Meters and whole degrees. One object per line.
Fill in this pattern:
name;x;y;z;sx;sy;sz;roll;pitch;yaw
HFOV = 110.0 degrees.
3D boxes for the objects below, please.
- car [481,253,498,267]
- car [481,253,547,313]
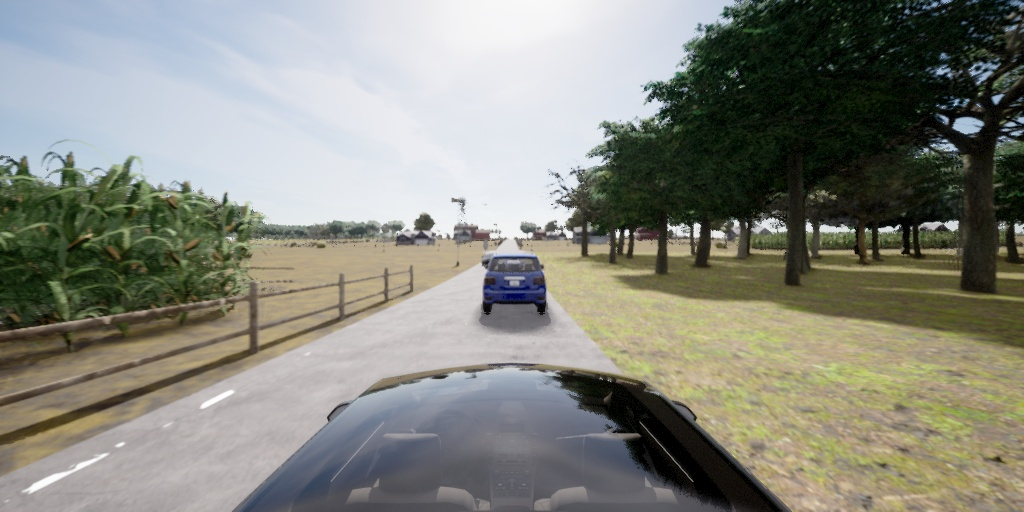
car;-2.812;0.449;45.519;1.882;1.535;5.008;0;2;0
car;0.093;0.921;13.839;2.150;2.045;5.566;0;0;0
